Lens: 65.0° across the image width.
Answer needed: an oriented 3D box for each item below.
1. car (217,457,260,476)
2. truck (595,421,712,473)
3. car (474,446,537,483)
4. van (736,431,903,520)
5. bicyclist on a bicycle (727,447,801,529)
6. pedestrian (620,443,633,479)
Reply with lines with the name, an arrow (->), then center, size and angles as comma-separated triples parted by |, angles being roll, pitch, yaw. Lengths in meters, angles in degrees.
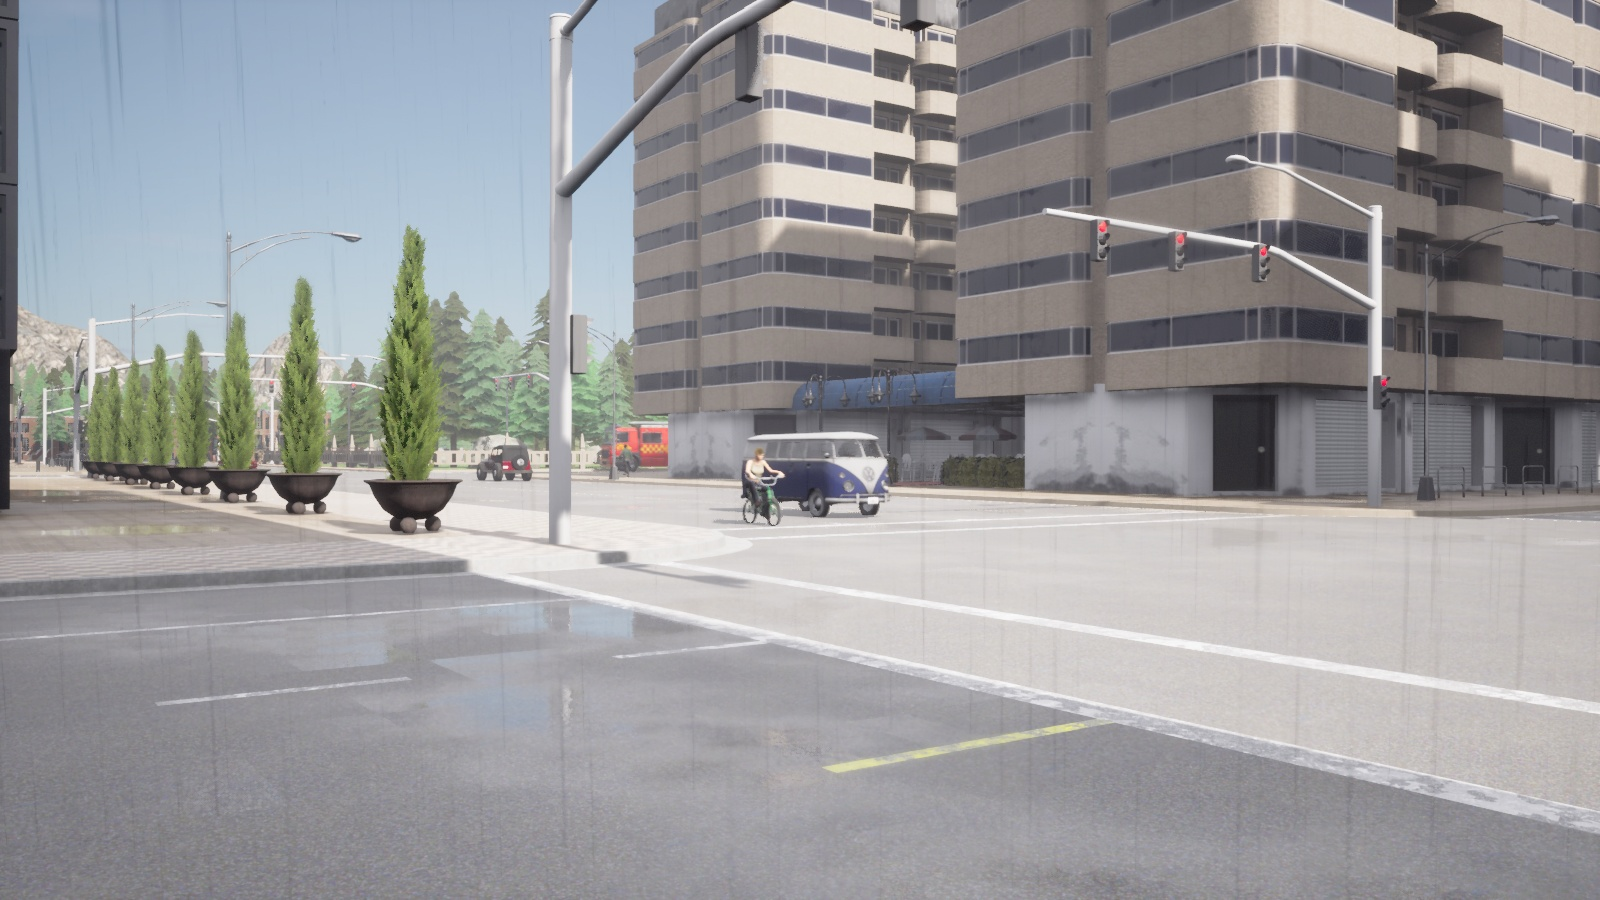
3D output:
car -> -39.426, 1.144, 88.144 | 1.895, 1.301, 4.718 | 0, 0, -35
truck -> -11.292, -0.214, 96.888 | 8.468, 3.827, 2.891 | 0, 0, -24
car -> -15.399, 0.734, 65.583 | 1.905, 1.878, 3.866 | 0, 0, -34
van -> 0.381, 0.572, 30.315 | 1.775, 1.987, 4.442 | 0, 0, -35
bicyclist on a bicycle -> -0.752, 0.746, 25.740 | 0.866, 1.612, 1.509 | -1, 0, -32
pedestrian -> -9.348, 0.588, 67.537 | 0.423, 1.949, 0.788 | 0, 0, -30
